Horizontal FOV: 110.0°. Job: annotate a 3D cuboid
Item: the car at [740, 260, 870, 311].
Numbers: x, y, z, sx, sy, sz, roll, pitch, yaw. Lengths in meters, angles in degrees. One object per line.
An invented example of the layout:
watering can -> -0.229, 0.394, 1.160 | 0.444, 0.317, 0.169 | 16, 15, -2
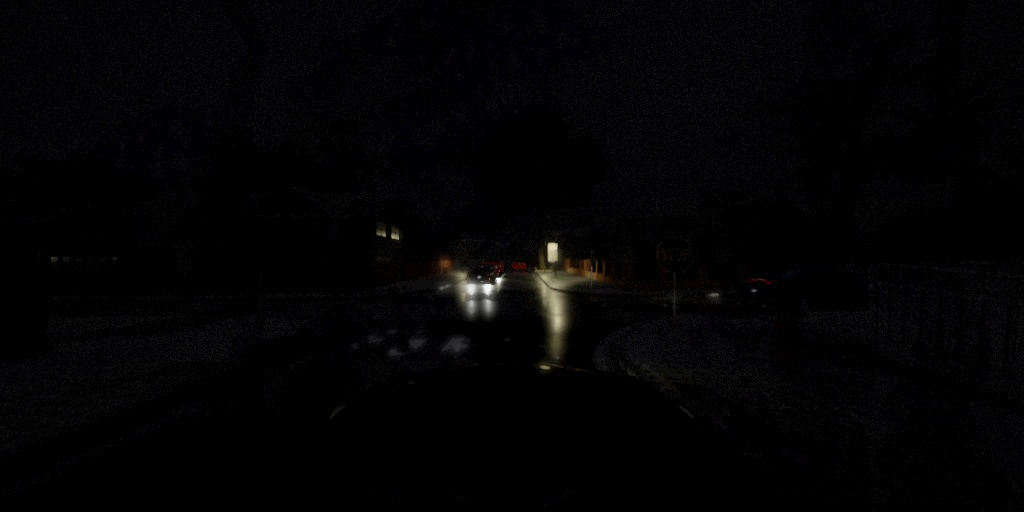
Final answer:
car -> 10.919, 1.025, 12.375 | 5.008, 1.535, 1.882 | -1, -2, 3

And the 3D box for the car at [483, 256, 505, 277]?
car -> -2.025, 1.035, 37.123 | 2.150, 2.045, 5.566 | 0, 0, 1

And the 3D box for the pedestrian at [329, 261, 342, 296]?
pedestrian -> -9.280, 1.138, 18.748 | 0.375, 1.860, 0.375 | 0, -1, 2

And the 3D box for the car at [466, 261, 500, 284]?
car -> -2.246, 1.336, 27.452 | 1.994, 1.385, 4.181 | 0, 0, 2

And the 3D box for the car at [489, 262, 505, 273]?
car -> -1.926, 1.444, 47.065 | 1.994, 1.385, 4.181 | 0, 0, 0

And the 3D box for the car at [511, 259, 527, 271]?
car -> 0.963, 1.286, 53.053 | 2.097, 1.767, 4.553 | 0, -1, -3
